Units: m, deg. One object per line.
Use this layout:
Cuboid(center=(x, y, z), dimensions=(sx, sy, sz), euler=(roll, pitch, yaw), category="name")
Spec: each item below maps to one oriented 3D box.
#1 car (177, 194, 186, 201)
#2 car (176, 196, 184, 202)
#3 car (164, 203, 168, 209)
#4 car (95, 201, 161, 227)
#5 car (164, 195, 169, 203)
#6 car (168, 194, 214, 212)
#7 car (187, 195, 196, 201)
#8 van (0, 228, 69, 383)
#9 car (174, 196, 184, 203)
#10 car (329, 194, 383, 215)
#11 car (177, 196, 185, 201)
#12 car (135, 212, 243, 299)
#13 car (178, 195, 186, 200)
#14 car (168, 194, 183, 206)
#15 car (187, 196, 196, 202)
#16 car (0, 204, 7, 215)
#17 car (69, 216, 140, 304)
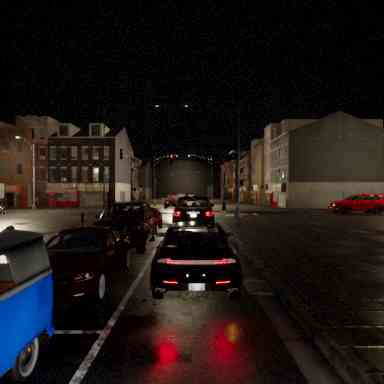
Cuboid(center=(-2.782, 1.400, 88.896), dimensions=(2.192, 1.841, 5.009), euler=(0, 0, 0), category="car")
Cuboid(center=(-2.763, 1.589, 77.872), dimensions=(1.752, 1.417, 4.829), euler=(0, 0, 0), category="car")
Cuboid(center=(-2.672, 1.546, 19.071), dimensions=(1.887, 1.381, 4.507), euler=(0, 0, 0), category="car")
Cuboid(center=(-2.665, 1.315, 13.637), dimensions=(2.192, 1.841, 5.009), euler=(0, 0, 0), category="car")
Cuboid(center=(-2.714, 1.333, 45.481), dimensions=(2.192, 1.841, 5.009), euler=(0, 0, 0), category="car")
Cuboid(center=(0.072, 1.223, 18.593), dimensions=(2.150, 2.045, 5.566), euler=(0, 0, 0), category="car")
Cuboid(center=(-0.132, 1.437, 86.201), dimensions=(2.128, 1.511, 4.902), euler=(0, 0, 0), category="car")
Cuboid(center=(-2.648, 1.341, 2.769), dimensions=(1.690, 1.788, 3.998), euler=(0, 0, 0), category="van")
Cuboid(center=(-2.755, 1.605, 72.615), dimensions=(2.008, 1.369, 4.403), euler=(0, 0, 0), category="car")
Cuboid(center=(16.934, 1.243, 33.864), dimensions=(5.566, 2.045, 2.150), euler=(0, 0, 0), category="car")
Cuboid(center=(-2.771, 1.640, 83.469), dimensions=(1.947, 1.339, 4.313), euler=(0, 0, 0), category="car")
Cuboid(center=(0.086, 1.491, 8.400), dimensions=(2.128, 1.511, 4.902), euler=(0, 0, 0), category="car")
Cuboid(center=(-2.789, 1.536, 94.323), dimensions=(1.967, 1.590, 4.097), euler=(0, 0, 0), category="car")
Cuboid(center=(-2.731, 1.345, 56.335), dimensions=(2.192, 1.841, 5.009), euler=(0, 0, 0), category="car")
Cuboid(center=(-0.117, 1.649, 76.229), dimensions=(1.895, 1.301, 4.718), euler=(0, 0, 0), category="car")
Cuboid(center=(-19.797, 1.354, 30.919), dimensions=(4.553, 1.767, 2.097), euler=(0, 0, 0), category="car")
Cuboid(center=(-2.655, 1.544, 8.203), dimensions=(1.887, 1.381, 4.507), euler=(0, 0, 0), category="car")
